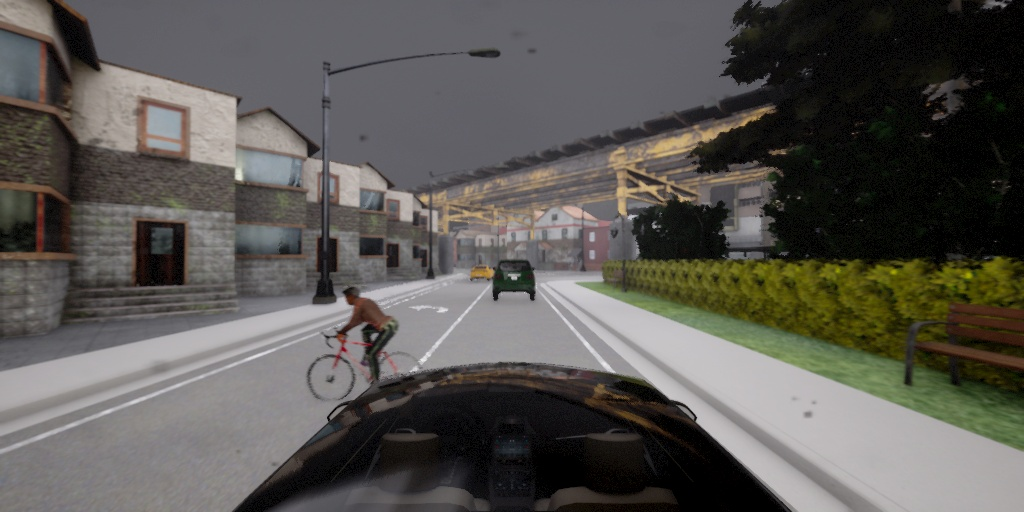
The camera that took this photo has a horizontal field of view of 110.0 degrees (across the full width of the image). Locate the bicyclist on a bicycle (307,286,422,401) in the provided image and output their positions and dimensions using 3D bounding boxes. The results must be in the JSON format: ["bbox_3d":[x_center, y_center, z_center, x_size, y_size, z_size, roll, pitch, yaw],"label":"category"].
[{"bbox_3d":[-2.081,1.246,5.051,1.656,1.620,0.582,-2,-1,0],"label":"bicyclist on a bicycle"}]

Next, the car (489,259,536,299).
[{"bbox_3d":[0.104,1.198,19.804,2.150,2.045,5.566,0,-1,0],"label":"car"}]

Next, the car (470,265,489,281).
[{"bbox_3d":[-2.971,1.665,36.575,1.882,1.535,5.008,0,0,4],"label":"car"}]
